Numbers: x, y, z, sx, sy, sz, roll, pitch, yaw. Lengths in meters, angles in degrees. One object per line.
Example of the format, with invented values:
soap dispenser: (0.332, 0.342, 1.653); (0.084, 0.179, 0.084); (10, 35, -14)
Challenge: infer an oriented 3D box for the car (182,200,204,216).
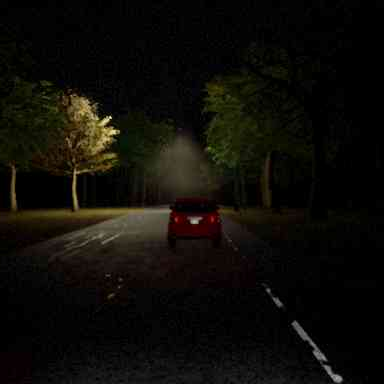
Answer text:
car: (0.108, 1.642, 35.830); (2.128, 1.511, 4.902); (0, -1, 0)

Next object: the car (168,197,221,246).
car: (0.103, 1.229, 15.363); (2.150, 2.045, 5.566); (0, 0, 0)
